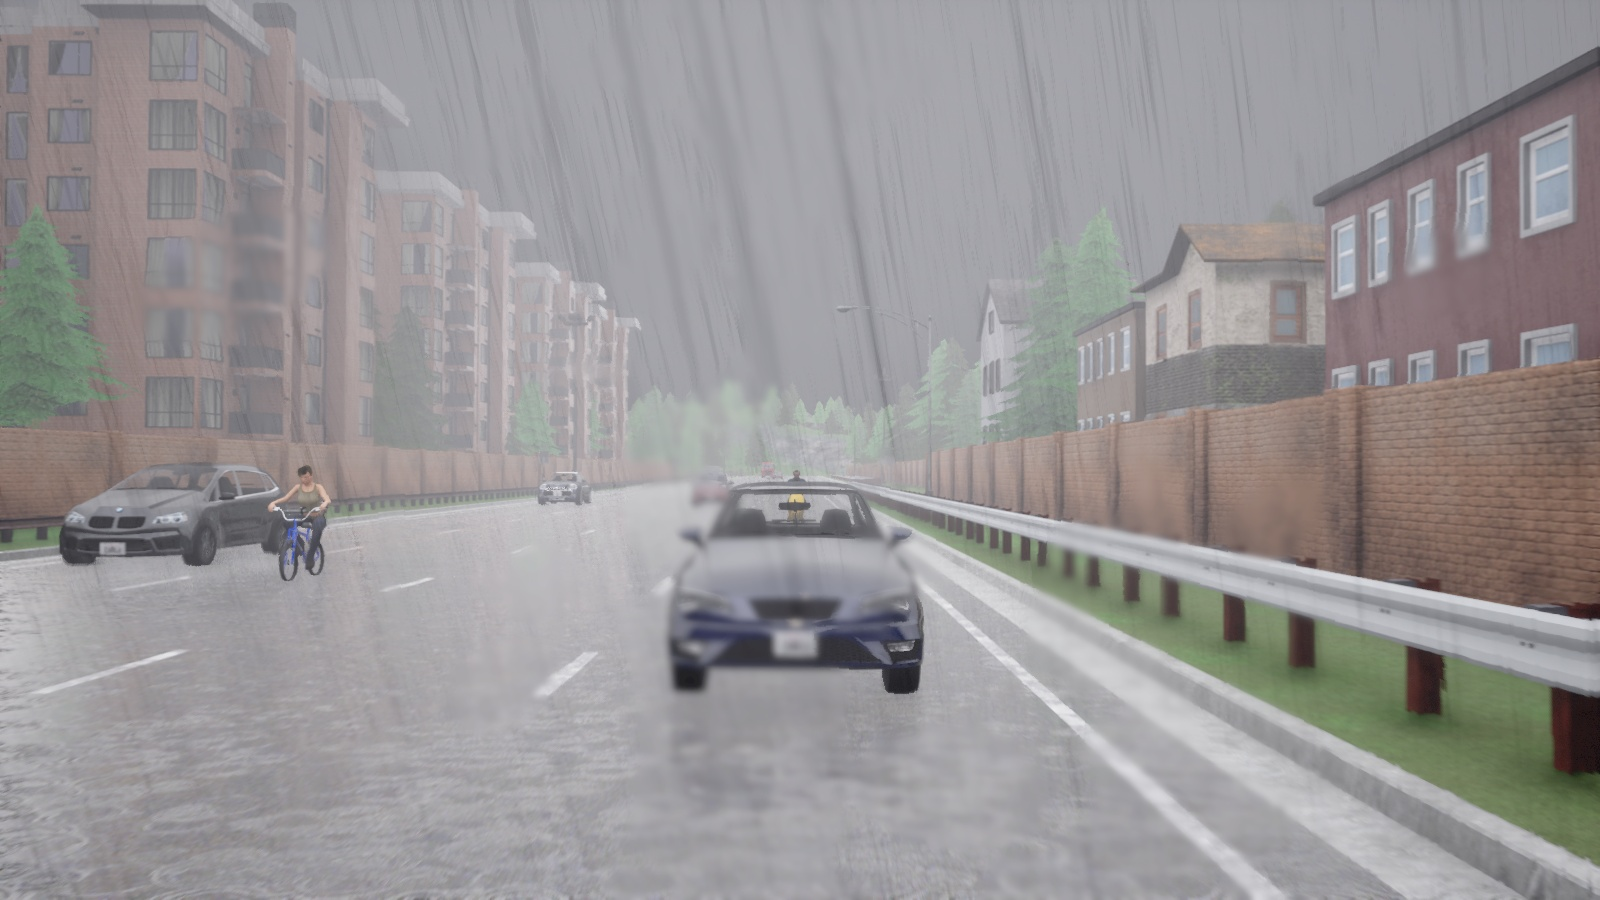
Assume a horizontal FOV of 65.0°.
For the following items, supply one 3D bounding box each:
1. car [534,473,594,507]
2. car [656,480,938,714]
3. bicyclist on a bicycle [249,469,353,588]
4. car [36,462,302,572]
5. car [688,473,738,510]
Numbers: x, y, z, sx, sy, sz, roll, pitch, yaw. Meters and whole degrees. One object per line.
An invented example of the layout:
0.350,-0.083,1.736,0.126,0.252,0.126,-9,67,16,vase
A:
-10.637,1.774,56.815,1.970,1.475,3.806,0,-1,0,car
-0.025,1.000,10.222,1.816,1.474,4.193,0,-1,0,car
-7.039,1.077,17.804,0.866,1.612,1.509,0,-1,0,bicyclist on a bicycle
-10.553,1.061,21.500,2.242,1.667,4.611,0,-1,0,car
-3.628,1.730,52.968,1.845,1.501,3.633,0,-1,0,car
